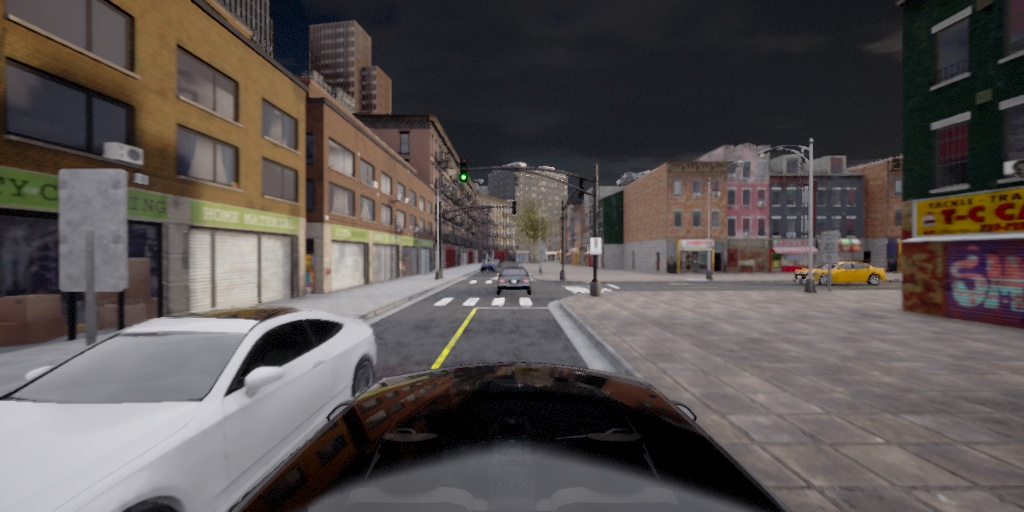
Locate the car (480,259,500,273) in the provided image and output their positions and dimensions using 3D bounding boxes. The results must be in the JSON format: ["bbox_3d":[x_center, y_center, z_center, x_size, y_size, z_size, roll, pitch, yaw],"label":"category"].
[{"bbox_3d":[-2.812,1.326,43.397,1.895,1.301,4.718,0,0,0],"label":"car"}]

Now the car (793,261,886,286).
[{"bbox_3d":[20.932,1.081,23.033,5.008,1.535,1.882,0,0,0],"label":"car"}]

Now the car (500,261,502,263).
[{"bbox_3d":[-2.761,1.220,59.637,2.128,1.511,4.902,0,0,1],"label":"car"}]

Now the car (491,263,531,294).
[{"bbox_3d":[0.105,1.280,19.991,2.033,1.411,5.357,0,0,0],"label":"car"}]

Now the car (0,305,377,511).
[{"bbox_3d":[-2.827,1.274,3.371,1.812,1.442,4.674,0,0,1],"label":"car"}]
